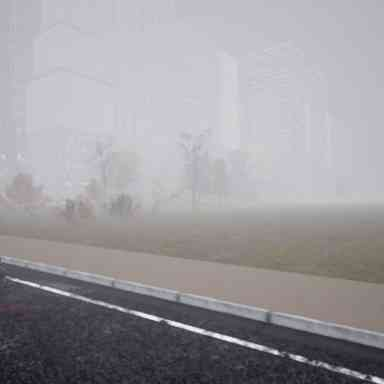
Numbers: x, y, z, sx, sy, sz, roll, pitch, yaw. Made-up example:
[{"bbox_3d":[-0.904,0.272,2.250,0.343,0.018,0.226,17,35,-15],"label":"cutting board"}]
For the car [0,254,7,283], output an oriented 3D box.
[{"bbox_3d":[-6.777,1.675,8.422,5.357,1.411,2.033,-1,0,36],"label":"car"}]
